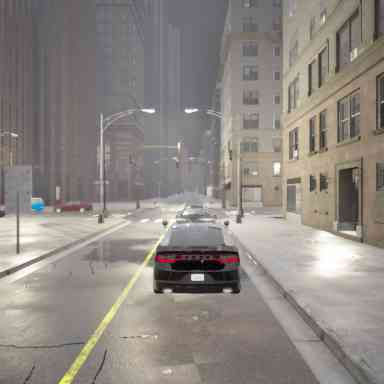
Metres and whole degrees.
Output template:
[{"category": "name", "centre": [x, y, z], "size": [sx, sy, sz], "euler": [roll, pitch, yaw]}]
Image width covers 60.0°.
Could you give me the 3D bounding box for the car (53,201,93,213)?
[{"category": "car", "centre": [-13.943, 1.726, 39.120], "size": [4.507, 1.381, 1.887], "euler": [-1, 0, 0]}]

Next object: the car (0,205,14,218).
[{"category": "car", "centre": [-19.600, 1.523, 30.620], "size": [5.009, 1.841, 2.192], "euler": [-1, 0, 0]}]

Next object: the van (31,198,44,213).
[{"category": "van", "centre": [-19.570, 1.590, 39.145], "size": [3.998, 1.788, 1.690], "euler": [-1, 0, 0]}]

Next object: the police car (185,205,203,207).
[{"category": "police car", "centre": [0.127, 1.509, 18.543], "size": [2.038, 1.542, 4.974], "euler": [0, 0, 0]}]

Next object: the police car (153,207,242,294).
[{"category": "police car", "centre": [0.110, 1.427, 8.938], "size": [1.930, 1.638, 5.238], "euler": [0, 0, 0]}]
